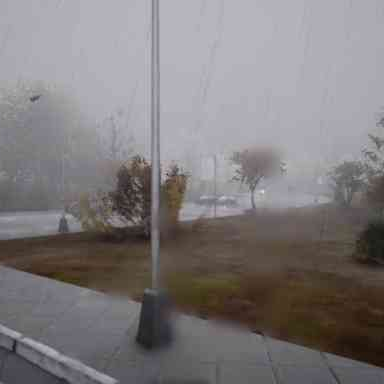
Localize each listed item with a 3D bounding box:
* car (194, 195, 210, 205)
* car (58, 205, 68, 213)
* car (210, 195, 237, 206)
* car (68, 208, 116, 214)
[{"bbox_3d":[2.342,1.251,52.397,1.882,1.535,5.008,0,1,39],"label":"car"},{"bbox_3d":[-11.781,1.545,34.819,1.994,1.385,4.181,0,0,39],"label":"car"},{"bbox_3d":[5.156,1.299,50.317,1.812,1.442,4.674,0,1,39],"label":"car"},{"bbox_3d":[-9.220,1.509,32.417,1.812,1.442,4.674,0,0,39],"label":"car"}]
